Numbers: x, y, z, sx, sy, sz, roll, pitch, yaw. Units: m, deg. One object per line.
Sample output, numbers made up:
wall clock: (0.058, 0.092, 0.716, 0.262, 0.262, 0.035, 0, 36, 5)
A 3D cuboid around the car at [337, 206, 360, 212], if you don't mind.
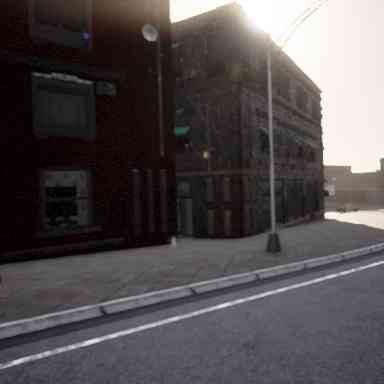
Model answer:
car: (28.656, 3.138, 61.027, 1.895, 1.301, 4.718, -2, -3, -5)
